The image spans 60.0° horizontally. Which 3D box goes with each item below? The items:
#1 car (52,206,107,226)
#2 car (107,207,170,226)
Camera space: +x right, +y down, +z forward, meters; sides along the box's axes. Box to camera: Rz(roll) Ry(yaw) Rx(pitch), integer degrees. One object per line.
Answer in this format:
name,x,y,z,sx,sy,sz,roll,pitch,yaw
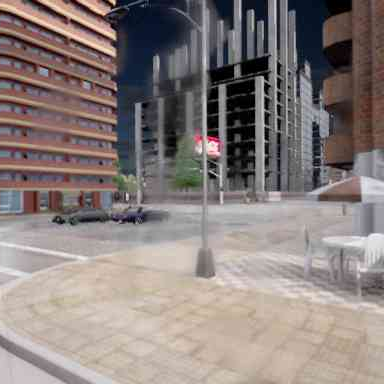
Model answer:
car,-8.392,1.764,25.361,1.994,1.385,4.181,0,0,36
car,-3.800,1.775,25.410,1.895,1.301,4.718,0,0,35
